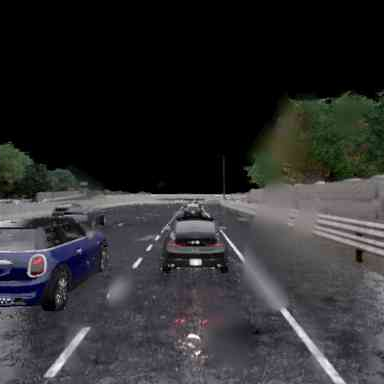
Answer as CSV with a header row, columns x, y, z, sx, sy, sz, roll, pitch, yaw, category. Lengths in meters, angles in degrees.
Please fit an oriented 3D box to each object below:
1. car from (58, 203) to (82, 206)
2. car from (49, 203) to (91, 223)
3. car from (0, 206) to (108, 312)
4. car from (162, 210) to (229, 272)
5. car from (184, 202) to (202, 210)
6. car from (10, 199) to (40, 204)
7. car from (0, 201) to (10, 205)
x,y,z,sx,sy,sz,roll,pitch,yaw,category
-6.903,1.618,21.646,2.128,1.511,4.902,0,-1,0,car
-10.404,1.707,28.703,1.837,1.490,4.892,0,-1,0,car
-3.501,1.375,7.905,2.097,1.767,4.553,0,0,0,car
0.098,1.544,10.867,1.837,1.490,4.892,0,0,0,car
0.096,1.790,34.374,1.812,1.442,4.674,0,-1,0,car
-24.505,1.804,49.751,2.097,1.767,4.553,0,-1,0,car
-28.009,1.995,49.427,1.994,1.385,4.181,0,-1,0,car
